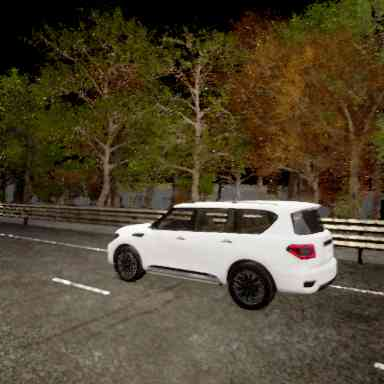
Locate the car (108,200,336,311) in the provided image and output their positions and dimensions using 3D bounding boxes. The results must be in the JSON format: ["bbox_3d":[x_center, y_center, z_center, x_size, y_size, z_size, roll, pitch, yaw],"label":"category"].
[{"bbox_3d":[0.437,1.215,7.984,5.566,2.045,2.150,0,0,36],"label":"car"}]
